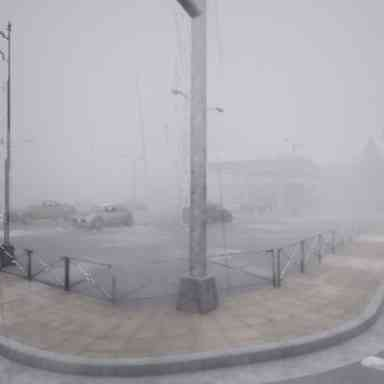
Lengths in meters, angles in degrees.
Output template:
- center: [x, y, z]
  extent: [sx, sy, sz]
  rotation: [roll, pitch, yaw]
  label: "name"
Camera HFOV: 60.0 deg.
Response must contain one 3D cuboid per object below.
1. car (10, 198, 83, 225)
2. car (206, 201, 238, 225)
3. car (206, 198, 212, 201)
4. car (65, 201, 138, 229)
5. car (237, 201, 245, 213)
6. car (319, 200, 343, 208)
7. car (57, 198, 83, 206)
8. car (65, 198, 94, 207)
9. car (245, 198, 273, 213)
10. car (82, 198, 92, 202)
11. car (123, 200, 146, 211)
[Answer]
- center: [-11.136, 1.474, 24.897]
  extent: [2.152, 1.636, 5.027]
  rotation: [0, -1, 35]
  label: "car"
- center: [1.350, 1.677, 25.059]
  extent: [2.007, 1.523, 4.514]
  rotation: [0, -1, 35]
  label: "car"
- center: [1.499, 1.598, 37.241]
  extent: [1.932, 1.855, 4.605]
  rotation: [0, -1, 35]
  label: "car"
- center: [-5.720, 1.543, 21.440]
  extent: [1.970, 1.475, 3.806]
  rotation: [0, -1, 35]
  label: "car"
- center: [6.383, 1.952, 44.169]
  extent: [1.970, 1.475, 3.806]
  rotation: [0, -1, 35]
  label: "car"
- center: [28.894, 2.420, 69.127]
  extent: [4.611, 1.667, 2.242]
  rotation: [0, -1, 35]
  label: "car"
- center: [-24.146, 2.007, 65.764]
  extent: [2.007, 1.523, 4.514]
  rotation: [0, -1, 35]
  label: "car"
- center: [-21.560, 1.992, 63.988]
  extent: [2.152, 1.636, 5.027]
  rotation: [0, -1, 35]
  label: "car"
- center: [8.739, 1.654, 41.746]
  extent: [1.905, 1.878, 3.866]
  rotation: [0, -1, 35]
  label: "car"
- center: [-16.356, 1.875, 50.868]
  extent: [1.845, 1.501, 3.633]
  rotation: [0, -1, 35]
  label: "car"
- center: [-8.239, 1.832, 45.040]
  extent: [2.007, 1.523, 4.514]
  rotation: [0, -1, 35]
  label: "car"
